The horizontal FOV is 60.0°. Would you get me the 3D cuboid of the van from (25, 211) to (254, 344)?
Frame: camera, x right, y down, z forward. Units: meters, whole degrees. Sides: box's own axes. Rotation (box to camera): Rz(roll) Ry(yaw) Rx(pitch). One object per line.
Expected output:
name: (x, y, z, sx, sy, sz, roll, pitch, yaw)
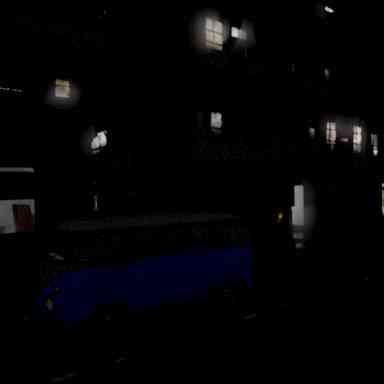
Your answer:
van: (-0.705, 1.295, 6.060, 3.998, 1.788, 1.690, -1, 0, -35)
